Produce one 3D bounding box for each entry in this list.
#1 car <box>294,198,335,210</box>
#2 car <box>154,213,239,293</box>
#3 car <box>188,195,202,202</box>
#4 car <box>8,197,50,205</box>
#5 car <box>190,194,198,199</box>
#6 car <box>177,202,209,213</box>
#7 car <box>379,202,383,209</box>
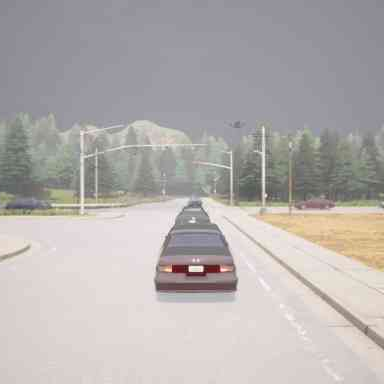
[{"bbox_3d":[14.763,1.430,40.209,4.674,1.442,1.812,0,0,1],"label":"car"},{"bbox_3d":[0.085,1.535,8.971,2.033,1.411,5.357,0,0,0],"label":"car"},{"bbox_3d":[0.402,1.519,47.929,1.895,1.301,4.718,0,0,-1],"label":"car"},{"bbox_3d":[-18.041,1.386,37.140,4.553,1.767,2.097,0,0,1],"label":"car"},{"bbox_3d":[0.704,1.314,93.836,2.033,1.411,5.357,0,0,2],"label":"car"},{"bbox_3d":[0.067,1.530,19.578,1.994,1.385,4.181,0,0,1],"label":"car"},{"bbox_3d":[25.130,1.391,40.012,4.674,1.442,1.812,0,0,1],"label":"car"}]
